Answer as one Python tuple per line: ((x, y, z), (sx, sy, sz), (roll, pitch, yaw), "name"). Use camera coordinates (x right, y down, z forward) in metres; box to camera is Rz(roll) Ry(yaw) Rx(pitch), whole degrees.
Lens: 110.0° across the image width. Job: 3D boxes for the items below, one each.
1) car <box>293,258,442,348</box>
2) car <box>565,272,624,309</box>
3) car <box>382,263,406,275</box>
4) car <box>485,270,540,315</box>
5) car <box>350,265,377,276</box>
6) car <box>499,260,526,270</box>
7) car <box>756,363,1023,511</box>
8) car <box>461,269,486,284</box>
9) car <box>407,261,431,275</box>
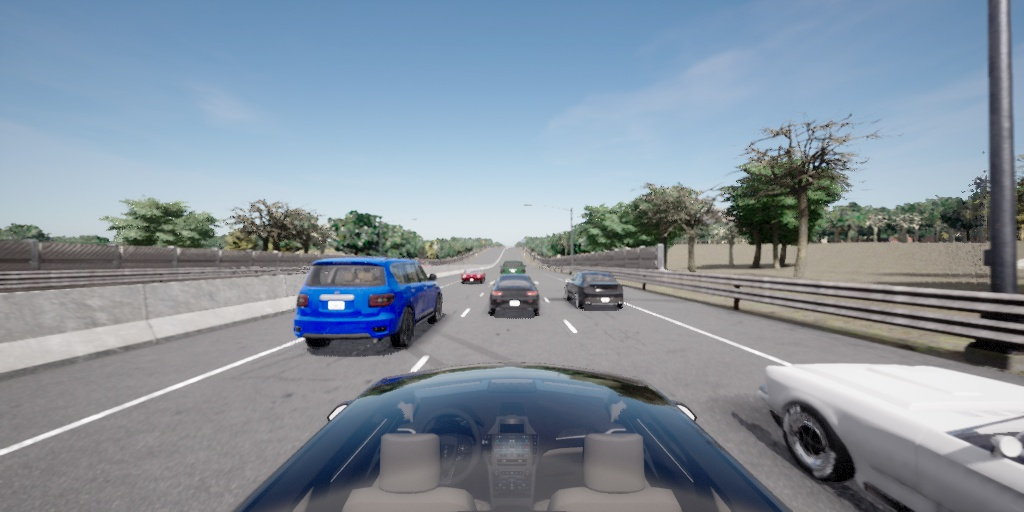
((-3.405, 1.072, 9.642), (2.150, 2.045, 5.566), (0, 0, 0), "car")
((3.592, 1.443, 16.224), (1.837, 1.490, 4.892), (0, 0, 0), "car")
((-17.569, 1.948, 53.540), (2.097, 1.767, 4.553), (0, -1, 0), "car")
((0.097, 1.435, 14.236), (1.812, 1.442, 4.674), (0, -1, 0), "car")
((-21.085, 2.056, 51.236), (1.837, 1.490, 4.892), (0, -2, 0), "car")
((0.085, 1.399, 31.578), (2.150, 2.045, 5.566), (0, -1, 0), "car")
((3.598, 1.352, 1.754), (1.895, 1.301, 4.718), (0, -1, 0), "car")
((-3.420, 1.797, 32.765), (1.895, 1.301, 4.718), (0, -1, 0), "car")
((-14.063, 1.840, 54.513), (2.150, 2.045, 5.566), (0, -1, 1), "car")
